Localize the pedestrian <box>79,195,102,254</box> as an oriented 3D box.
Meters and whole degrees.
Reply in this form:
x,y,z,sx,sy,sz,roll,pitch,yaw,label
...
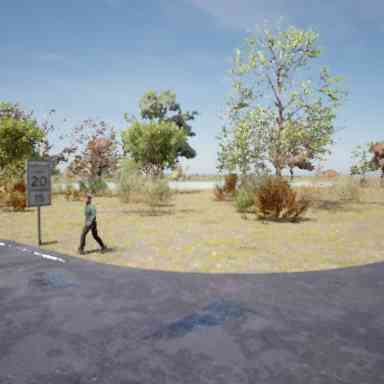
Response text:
x,y,z,sx,sy,sz,roll,pitch,yaw,label
-3.116,0.953,10.157,0.375,1.860,0.375,2,4,39,pedestrian
